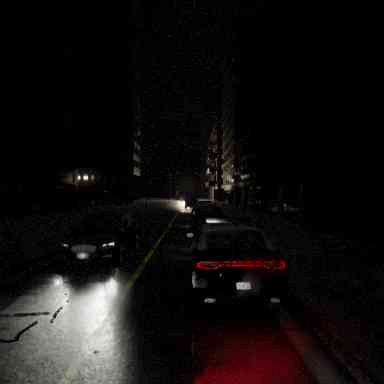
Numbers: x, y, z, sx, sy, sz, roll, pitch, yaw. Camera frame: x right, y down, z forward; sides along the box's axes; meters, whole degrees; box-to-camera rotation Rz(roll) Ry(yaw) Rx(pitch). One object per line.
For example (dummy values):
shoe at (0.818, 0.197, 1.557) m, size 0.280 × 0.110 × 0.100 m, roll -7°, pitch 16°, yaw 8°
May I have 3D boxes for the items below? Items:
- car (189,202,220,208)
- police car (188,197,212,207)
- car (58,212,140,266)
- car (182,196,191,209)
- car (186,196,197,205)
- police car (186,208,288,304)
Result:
car at (0.884, 1.513, 18.250) m, size 1.837 × 1.490 × 4.892 m, roll 0°, pitch 0°, yaw 0°
police car at (0.878, 1.439, 24.360) m, size 1.930 × 1.638 × 5.238 m, roll 0°, pitch 0°, yaw 0°
car at (-3.011, 1.494, 11.609) m, size 2.128 × 1.511 × 4.902 m, roll 0°, pitch 0°, yaw 0°
car at (-0.030, 1.547, 46.229) m, size 1.837 × 1.490 × 4.892 m, roll 0°, pitch 0°, yaw 0°
car at (-0.053, 1.554, 59.832) m, size 1.882 × 1.535 × 5.008 m, roll 0°, pitch 0°, yaw 0°
police car at (0.892, 1.427, 8.359) m, size 1.930 × 1.638 × 5.238 m, roll 0°, pitch 0°, yaw 0°
